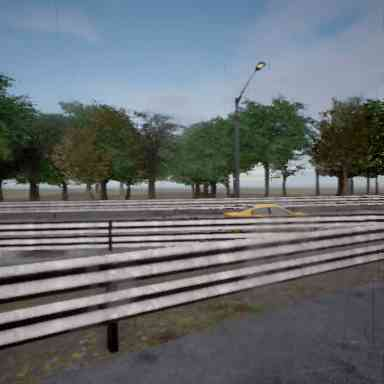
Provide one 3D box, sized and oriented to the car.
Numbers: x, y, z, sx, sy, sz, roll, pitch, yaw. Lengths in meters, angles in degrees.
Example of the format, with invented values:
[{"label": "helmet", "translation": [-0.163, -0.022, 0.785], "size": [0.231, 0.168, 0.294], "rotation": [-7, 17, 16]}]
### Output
[{"label": "car", "translation": [4.026, 1.375, 17.107], "size": [5.008, 1.535, 1.882], "rotation": [-1, 1, -6]}]
